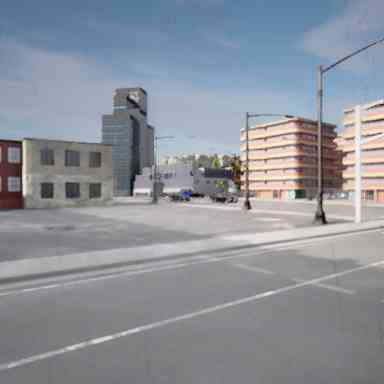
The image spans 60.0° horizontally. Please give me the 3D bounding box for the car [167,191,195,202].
[{"bbox_3d":[-2.105,0.964,56.659,1.837,1.490,4.892,0,1,-35],"label":"car"}]

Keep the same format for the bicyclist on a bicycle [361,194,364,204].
[{"bbox_3d":[26.110,1.022,51.395,1.656,1.620,0.582,-1,1,-35],"label":"bicyclist on a bicycle"}]

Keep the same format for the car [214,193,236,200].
[{"bbox_3d":[6.808,0.951,68.414,1.895,1.301,4.718,0,1,-35],"label":"car"}]

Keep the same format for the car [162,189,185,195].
[{"bbox_3d":[-4.156,0.572,65.719,2.033,1.411,5.357,0,1,-35],"label":"car"}]

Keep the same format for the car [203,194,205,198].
[{"bbox_3d":[4.806,0.890,65.264,1.837,1.490,4.892,0,1,-35],"label":"car"}]

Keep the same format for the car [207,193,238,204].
[{"bbox_3d":[5.159,1.060,52.443,2.128,1.511,4.902,0,1,-35],"label":"car"}]

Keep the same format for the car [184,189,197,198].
[{"bbox_3d":[-1.842,0.358,74.551,2.150,2.045,5.566,0,1,-35],"label":"car"}]

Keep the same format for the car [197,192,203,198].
[{"bbox_3d":[1.029,0.677,76.555,1.994,1.385,4.181,0,1,-35],"label":"car"}]
